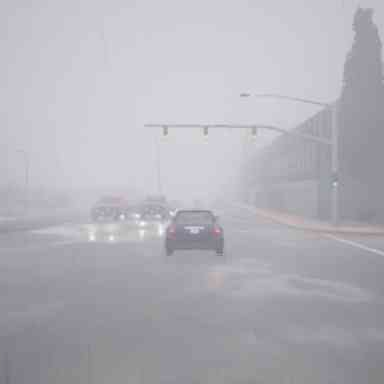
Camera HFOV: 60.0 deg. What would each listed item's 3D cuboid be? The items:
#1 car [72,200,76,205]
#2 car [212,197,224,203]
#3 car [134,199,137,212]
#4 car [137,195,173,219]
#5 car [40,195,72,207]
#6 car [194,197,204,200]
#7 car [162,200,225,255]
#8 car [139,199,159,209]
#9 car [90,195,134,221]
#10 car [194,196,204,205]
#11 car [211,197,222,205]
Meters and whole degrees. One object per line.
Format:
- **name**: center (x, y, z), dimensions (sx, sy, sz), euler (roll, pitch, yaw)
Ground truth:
- **car**: center (-20.906, 1.582, 53.729), dimensions (3.806, 1.475, 1.970), euler (0, 0, 0)
- **car**: center (4.645, 1.724, 57.852), dimensions (1.812, 1.442, 4.674), euler (0, 0, 2)
- **car**: center (-6.611, 1.611, 38.623), dimensions (1.882, 1.535, 5.008), euler (0, 0, 2)
- **car**: center (-3.351, 1.329, 31.069), dimensions (2.150, 2.045, 5.566), euler (0, 0, 2)
- **car**: center (-20.944, 1.333, 50.835), dimensions (3.866, 1.878, 1.905), euler (0, 0, 0)
- **car**: center (1.151, 1.704, 58.071), dimensions (1.837, 1.490, 4.892), euler (0, 0, 2)
- **car**: center (0.094, 1.399, 13.676), dimensions (2.097, 1.767, 4.553), euler (0, 0, 0)
- **car**: center (-6.182, 1.716, 48.898), dimensions (2.033, 1.411, 5.357), euler (0, 0, 2)
- **car**: center (-6.915, 1.321, 28.683), dimensions (2.150, 2.045, 5.566), euler (0, 0, 2)
- **car**: center (1.503, 1.712, 68.158), dimensions (1.882, 1.535, 5.008), euler (0, 0, 2)
- **car**: center (5.004, 1.740, 68.128), dimensions (2.128, 1.511, 4.902), euler (0, 0, 2)
